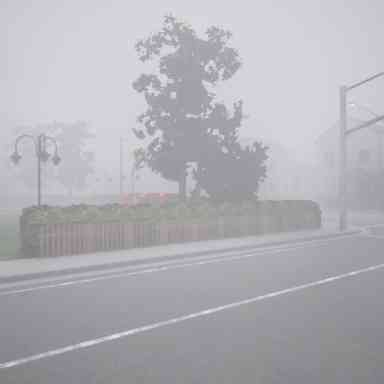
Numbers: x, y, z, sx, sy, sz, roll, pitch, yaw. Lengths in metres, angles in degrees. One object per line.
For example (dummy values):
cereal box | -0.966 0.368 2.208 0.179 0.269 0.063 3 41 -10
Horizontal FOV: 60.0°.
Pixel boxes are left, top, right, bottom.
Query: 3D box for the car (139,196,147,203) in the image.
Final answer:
car | -7.755 1.506 58.769 1.837 1.490 4.892 0 -1 -35
